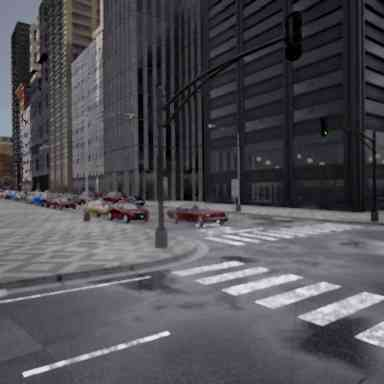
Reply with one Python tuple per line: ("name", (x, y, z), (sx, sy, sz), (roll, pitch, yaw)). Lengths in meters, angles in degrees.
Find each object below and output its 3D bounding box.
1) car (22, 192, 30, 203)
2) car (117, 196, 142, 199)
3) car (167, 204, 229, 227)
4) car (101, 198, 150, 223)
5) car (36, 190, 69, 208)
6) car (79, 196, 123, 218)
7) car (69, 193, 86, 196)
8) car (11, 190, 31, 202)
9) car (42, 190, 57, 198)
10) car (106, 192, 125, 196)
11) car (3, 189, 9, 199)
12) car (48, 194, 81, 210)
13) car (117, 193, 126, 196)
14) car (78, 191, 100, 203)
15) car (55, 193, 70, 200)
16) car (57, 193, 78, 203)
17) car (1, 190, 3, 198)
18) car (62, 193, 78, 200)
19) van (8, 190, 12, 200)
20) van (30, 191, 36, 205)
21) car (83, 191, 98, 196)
("car", (-24.468, 1.111, 51.561), (2.008, 1.369, 4.403), (0, 1, -36))
("car", (-5.739, 1.342, 30.365), (1.994, 1.385, 4.181), (-1, 1, -35))
("car", (0.319, 1.462, 21.944), (1.895, 1.301, 4.718), (-1, 1, -35))
("car", (-4.690, 1.402, 24.215), (1.887, 1.381, 4.507), (0, 1, -36))
("car", (-17.875, 0.981, 42.443), (2.192, 1.841, 5.009), (0, 1, -36))
("car", (-7.887, 1.339, 28.634), (1.752, 1.417, 4.829), (0, 1, -36))
("car", (-16.733, 1.161, 45.628), (2.033, 1.411, 5.357), (-1, 1, -35))
("car", (-31.060, 0.888, 60.675), (1.967, 1.590, 4.097), (0, 1, -36))
("car", (-34.037, 0.483, 79.338), (2.192, 1.841, 5.009), (0, 1, -36))
("car", (-10.965, 0.874, 47.437), (2.192, 1.841, 5.009), (0, 1, -36))
("car", (-37.652, 0.648, 69.789), (2.192, 1.841, 5.009), (0, 1, -36))
("car", (-14.579, 1.261, 37.888), (1.887, 1.381, 4.507), (0, 1, -36))
("car", (-7.670, 1.175, 42.882), (1.947, 1.339, 4.313), (0, 1, -36))
("car", (-17.557, 0.768, 56.552), (2.192, 1.841, 5.009), (0, 1, -36))
("car", (-27.446, 0.828, 70.226), (1.887, 1.381, 4.507), (0, 1, -36))
("car", (-21.579, 0.947, 57.548), (2.128, 1.511, 4.902), (-1, 1, -36))
("car", (-40.948, 0.826, 74.348), (2.008, 1.369, 4.403), (0, 1, -36))
("car", (-24.150, 0.923, 65.669), (1.802, 1.307, 4.206), (0, 1, -36))
("van", (-34.355, 0.732, 65.232), (1.690, 1.788, 3.998), (0, 1, -36))
("van", (-21.171, 0.955, 47.002), (1.690, 1.788, 3.998), (0, 1, -36))
("car", (-15.582, 1.044, 49.341), (2.128, 1.511, 4.902), (-1, 1, -35))
